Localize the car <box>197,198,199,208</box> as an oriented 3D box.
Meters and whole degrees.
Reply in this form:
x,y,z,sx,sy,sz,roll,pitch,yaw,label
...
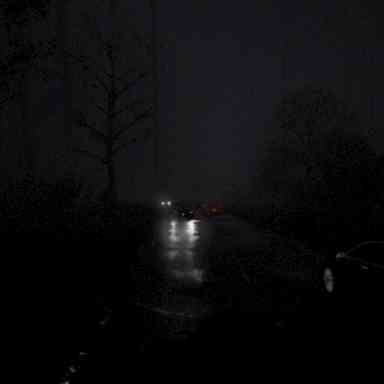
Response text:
x,y,z,sx,sy,sz,roll,pitch,yaw,label
1.085,1.609,45.510,1.812,1.442,4.674,0,0,-5,car

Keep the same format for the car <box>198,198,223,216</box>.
x,y,z,sx,sy,sz,roll,pitch,yaw,label
1.995,1.541,33.762,1.882,1.535,5.008,0,0,-2,car

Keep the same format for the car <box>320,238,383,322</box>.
x,y,z,sx,sy,sz,roll,pitch,yaw,label
3.882,1.526,5.780,1.837,1.490,4.892,0,0,-1,car

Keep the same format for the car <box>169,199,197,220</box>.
x,y,z,sx,sy,sz,roll,pitch,yaw,label
-0.832,1.552,29.073,1.837,1.490,4.892,0,0,-3,car

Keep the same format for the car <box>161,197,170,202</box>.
x,y,z,sx,sy,sz,roll,pitch,yaw,label
-6.204,1.736,79.258,1.895,1.301,4.718,0,0,-9,car
